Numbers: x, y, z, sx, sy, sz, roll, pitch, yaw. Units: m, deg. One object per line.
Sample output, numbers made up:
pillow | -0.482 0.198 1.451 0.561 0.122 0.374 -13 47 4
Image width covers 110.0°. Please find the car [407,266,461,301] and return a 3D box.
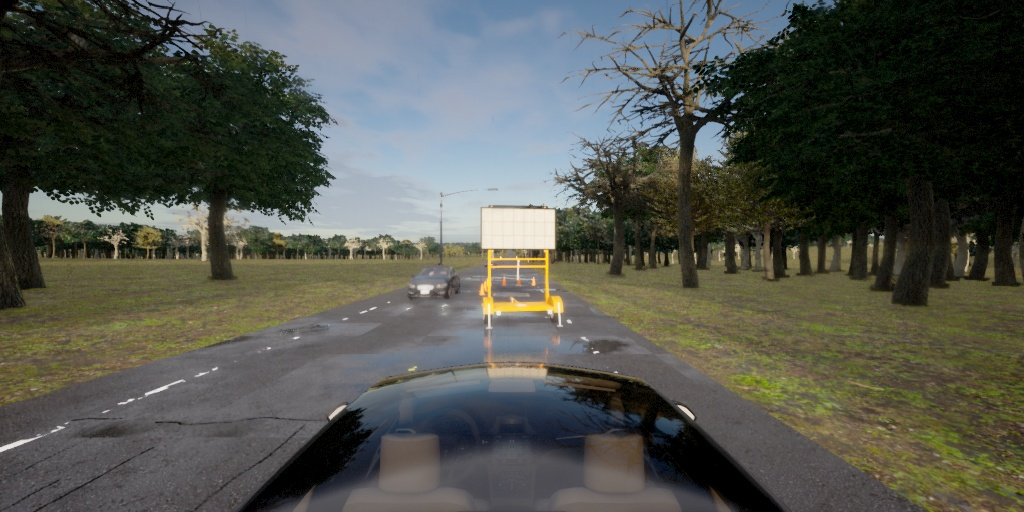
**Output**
car | -3.624 1.238 17.380 2.128 1.511 4.902 0 0 0

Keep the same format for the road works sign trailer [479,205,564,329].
road works sign trailer | 0.180 0.211 11.369 2.380 3.560 2.880 0 0 -8

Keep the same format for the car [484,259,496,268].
car | -3.671 1.297 60.272 2.128 1.511 4.902 0 0 0
